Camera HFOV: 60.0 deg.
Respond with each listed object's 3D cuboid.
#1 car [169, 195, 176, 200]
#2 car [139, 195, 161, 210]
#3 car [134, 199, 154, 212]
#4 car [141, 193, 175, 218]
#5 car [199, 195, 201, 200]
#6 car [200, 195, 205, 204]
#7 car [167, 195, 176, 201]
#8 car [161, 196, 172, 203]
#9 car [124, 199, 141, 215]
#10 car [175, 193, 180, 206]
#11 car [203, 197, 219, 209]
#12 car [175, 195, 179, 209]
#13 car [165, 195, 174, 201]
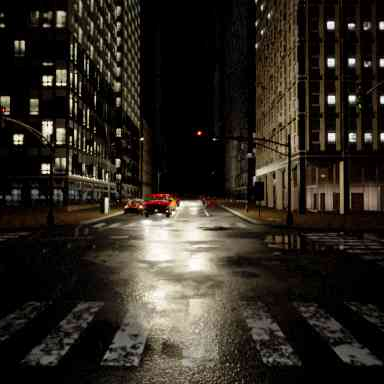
[{"bbox_3d":[-5.544,1.604,95.123,1.947,1.339,4.313,1,0,0],"label":"car"},{"bbox_3d":[-5.609,1.332,44.947,2.192,1.841,5.009,1,0,0],"label":"car"},{"bbox_3d":[-5.622,1.596,39.371,1.802,1.307,4.206,1,0,0],"label":"car"},{"bbox_3d":[-3.050,1.233,31.125,2.150,2.045,5.566,0,0,0],"label":"car"},{"bbox_3d":[2.790,1.589,61.730,1.947,1.339,4.313,1,0,0],"label":"car"},{"bbox_3d":[2.783,1.547,56.322,1.752,1.417,4.829,1,0,0],"label":"car"},{"bbox_3d":[-5.551,1.586,89.548,2.008,1.369,4.403,1,0,0],"label":"car"},{"bbox_3d":[-5.574,1.573,72.822,1.887,1.381,4.507,1,0,0],"label":"car"},{"bbox_3d":[-5.627,1.452,33.796,1.967,1.590,4.097,1,0,0],"label":"car"},{"bbox_3d":[-3.018,1.241,52.051,2.150,2.045,5.566,0,0,0],"label":"car"},{"bbox_3d":[2.766,1.599,44.997,1.802,1.307,4.206,1,0,0],"label":"car"},{"bbox_3d":[-3.040,1.493,41.552,1.882,1.535,5.008,0,0,0],"label":"car"},{"bbox_3d":[-5.559,1.577,83.973,1.887,1.381,4.507,1,0,0],"label":"car"}]
